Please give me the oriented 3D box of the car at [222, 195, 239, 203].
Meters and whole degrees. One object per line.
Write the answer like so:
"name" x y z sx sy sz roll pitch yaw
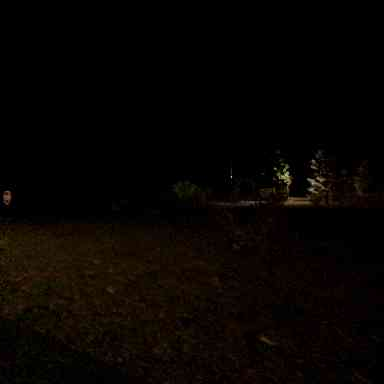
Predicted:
"car" 8.436 1.511 72.861 2.097 1.767 4.553 0 0 34

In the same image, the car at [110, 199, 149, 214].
"car" -6.884 1.554 37.399 1.882 1.535 5.008 0 0 34

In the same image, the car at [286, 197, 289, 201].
"car" 24.931 1.757 91.009 1.994 1.385 4.181 0 0 34
